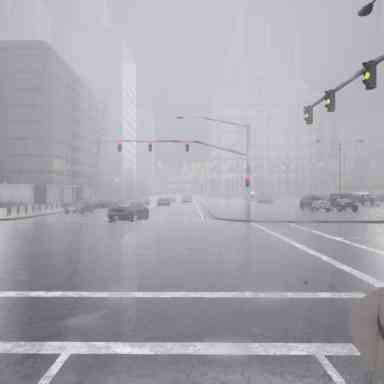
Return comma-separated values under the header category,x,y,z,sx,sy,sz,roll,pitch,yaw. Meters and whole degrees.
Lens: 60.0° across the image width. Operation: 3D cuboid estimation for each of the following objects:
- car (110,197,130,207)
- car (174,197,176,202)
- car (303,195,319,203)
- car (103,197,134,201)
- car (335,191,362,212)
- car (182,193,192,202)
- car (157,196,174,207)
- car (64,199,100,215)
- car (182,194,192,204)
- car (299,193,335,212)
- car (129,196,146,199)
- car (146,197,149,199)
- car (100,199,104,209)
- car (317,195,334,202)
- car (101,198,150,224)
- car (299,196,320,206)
category,x,y,z,sx,sy,sz,roll,pitch,yaw
car,-11.592,1.547,53.943,2.033,1.411,5.357,0,0,0
car,-4.611,1.554,73.286,1.994,1.385,4.181,0,0,0
car,24.446,1.395,68.286,1.970,1.475,3.806,0,0,0
car,-7.996,1.564,36.730,1.994,1.385,4.181,0,0,0
car,16.053,1.156,35.696,1.905,1.878,3.866,0,0,0
car,-1.122,1.181,74.394,2.097,1.767,4.553,0,0,0
car,-4.391,1.491,52.413,2.128,1.511,4.902,0,0,0
car,-11.481,1.492,34.135,2.128,1.511,4.902,0,0,0
car,-1.070,1.601,65.665,1.895,1.301,4.718,0,0,0
car,13.159,1.153,35.744,1.932,1.855,4.605,0,0,0
car,-8.047,1.352,45.432,2.097,1.767,4.553,0,0,0
car,-8.096,1.491,55.316,2.128,1.511,4.902,0,0,0
car,-11.536,1.601,43.403,1.895,1.301,4.718,0,0,0
car,27.341,1.364,68.293,1.784,1.438,3.905,0,0,0
car,-4.661,1.505,25.157,1.837,1.490,4.892,2,0,12
car,18.716,1.395,53.170,1.970,1.475,3.806,0,0,0
